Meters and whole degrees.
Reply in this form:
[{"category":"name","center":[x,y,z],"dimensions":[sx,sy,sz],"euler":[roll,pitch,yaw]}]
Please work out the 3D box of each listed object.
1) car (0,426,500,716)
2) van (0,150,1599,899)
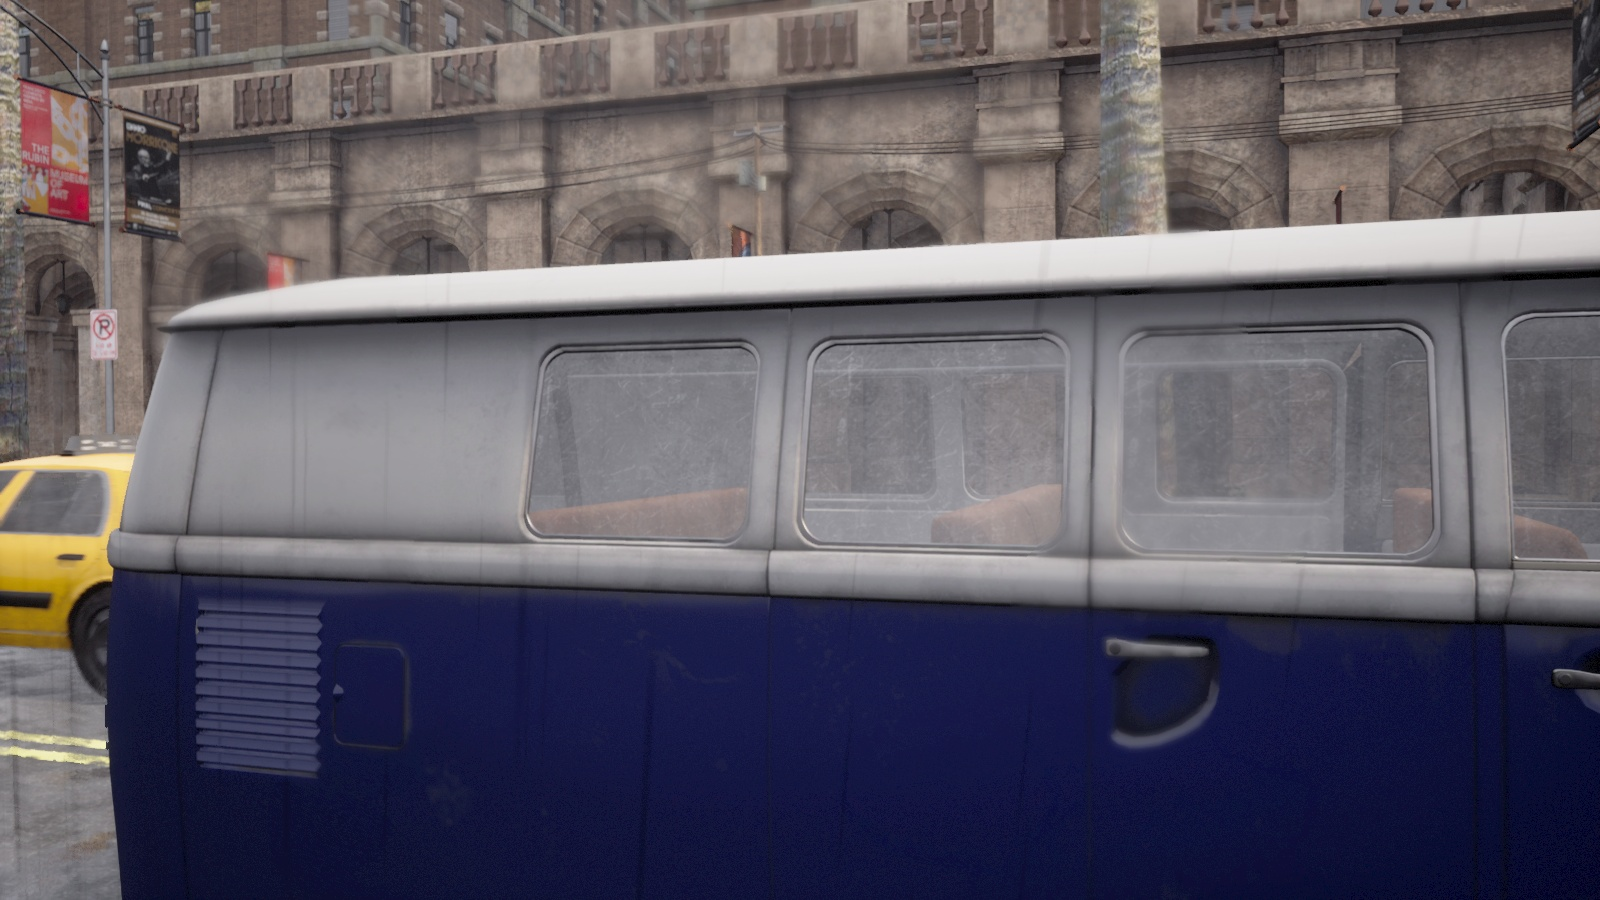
[{"category":"car","center":[-4.865,0.626,8.519],"dimensions":[5.366,1.575,1.801],"euler":[0,1,19]},{"category":"van","center":[0.566,0.535,2.994],"dimensions":[4.442,1.987,1.775],"euler":[0,1,18]}]
